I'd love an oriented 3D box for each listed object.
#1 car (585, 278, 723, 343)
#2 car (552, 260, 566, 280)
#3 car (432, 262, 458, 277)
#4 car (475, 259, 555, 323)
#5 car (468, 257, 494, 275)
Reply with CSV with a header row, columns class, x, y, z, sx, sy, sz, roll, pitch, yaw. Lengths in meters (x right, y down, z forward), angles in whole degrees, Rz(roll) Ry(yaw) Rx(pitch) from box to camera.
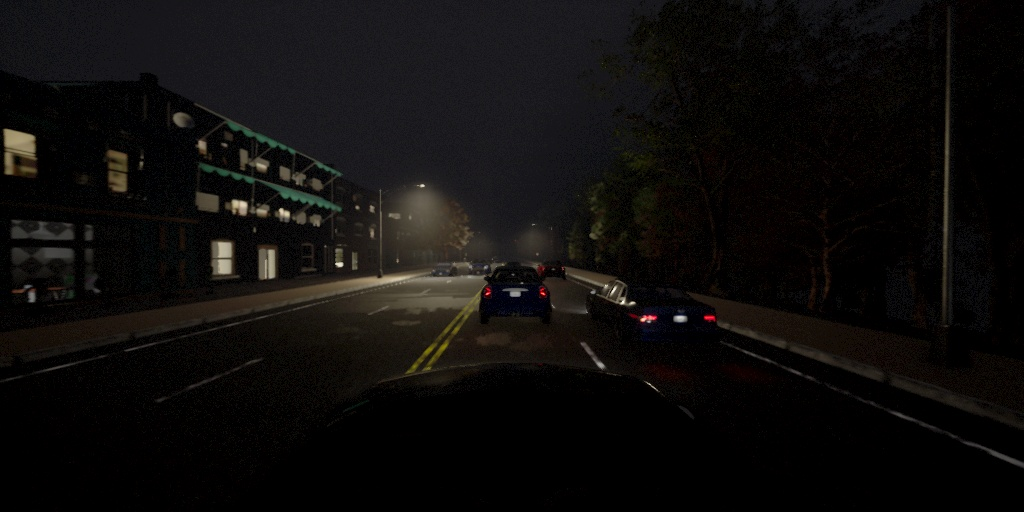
class,x,y,z,sx,sy,sz,roll,pitch,yaw
car,3.347,1.295,9.624,2.033,1.411,5.357,0,0,0
car,3.337,1.093,31.086,2.097,1.767,4.553,0,0,0
car,-6.611,1.287,35.874,2.033,1.411,5.357,0,0,0
car,0.095,1.099,12.313,2.097,1.767,4.553,0,0,0
car,-3.359,1.091,37.834,2.097,1.767,4.553,0,0,0
